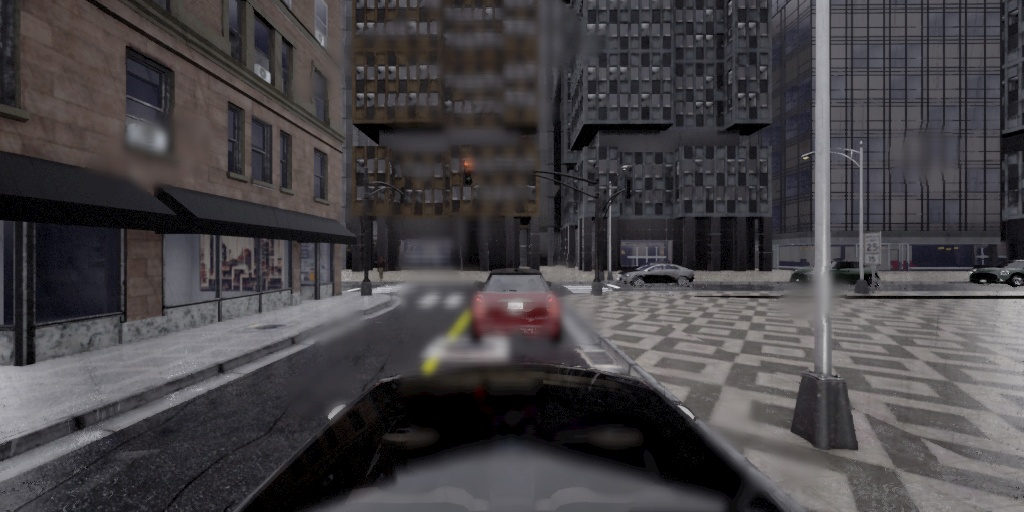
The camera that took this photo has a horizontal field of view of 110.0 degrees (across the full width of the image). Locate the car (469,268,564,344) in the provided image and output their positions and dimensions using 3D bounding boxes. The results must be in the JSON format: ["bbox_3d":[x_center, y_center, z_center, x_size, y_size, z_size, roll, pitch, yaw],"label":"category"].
[{"bbox_3d":[0.071,1.102,9.751,2.097,1.767,4.553,0,0,-1],"label":"car"}]

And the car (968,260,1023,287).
[{"bbox_3d":[33.062,1.055,23.407,4.553,1.767,2.097,0,0,2],"label":"car"}]

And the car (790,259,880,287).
[{"bbox_3d":[21.062,1.070,23.553,4.553,1.767,2.097,0,0,1],"label":"car"}]

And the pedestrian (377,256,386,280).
[{"bbox_3d":[-9.832,0.903,26.936,0.375,1.860,0.375,0,0,1],"label":"pedestrian"}]

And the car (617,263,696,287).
[{"bbox_3d":[9.413,1.227,23.576,4.902,1.511,2.128,0,0,-2],"label":"car"}]
